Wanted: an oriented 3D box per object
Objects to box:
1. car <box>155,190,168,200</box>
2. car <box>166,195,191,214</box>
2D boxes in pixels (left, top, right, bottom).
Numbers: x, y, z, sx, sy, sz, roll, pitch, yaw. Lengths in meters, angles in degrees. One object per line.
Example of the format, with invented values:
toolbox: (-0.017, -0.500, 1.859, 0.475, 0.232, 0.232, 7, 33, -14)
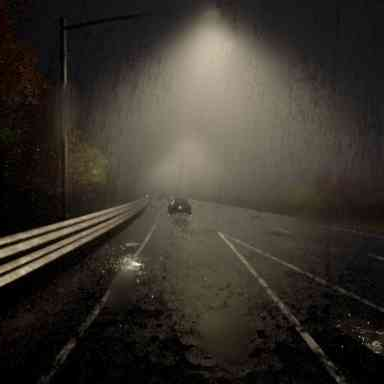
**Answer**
car: (-5.579, 0.829, 64.545, 1.837, 1.490, 4.892, 0, 1, -10)
car: (-1.184, 1.281, 30.952, 1.994, 1.385, 4.181, 0, 1, -5)
